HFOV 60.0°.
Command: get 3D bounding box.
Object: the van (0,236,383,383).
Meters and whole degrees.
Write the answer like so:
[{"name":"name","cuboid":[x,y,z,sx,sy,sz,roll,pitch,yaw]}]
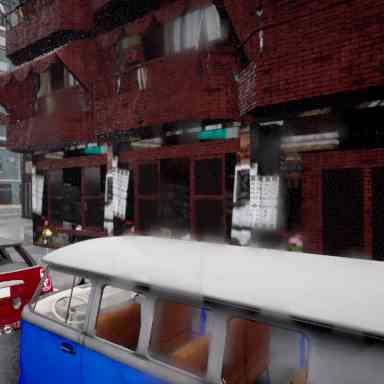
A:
[{"name":"van","cuboid":[0.266,1.341,2.543,3.998,1.788,1.690,0,-1,35]}]
